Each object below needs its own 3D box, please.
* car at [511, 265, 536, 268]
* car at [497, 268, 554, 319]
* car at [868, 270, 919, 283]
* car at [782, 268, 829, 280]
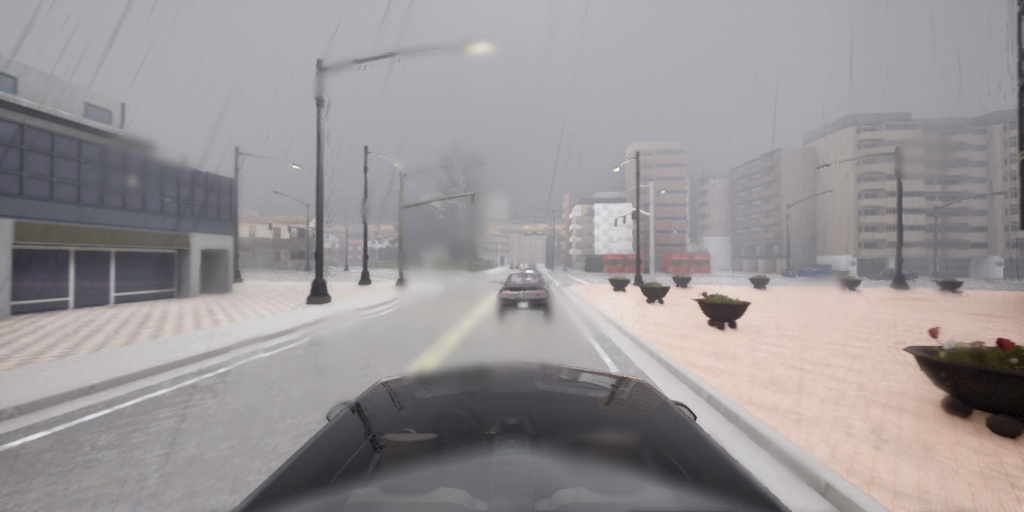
[{"bbox_3d":[1.248,1.620,26.558,2.033,1.411,5.357,0,-1,3],"label":"car"},{"bbox_3d":[0.541,1.392,13.602,2.128,1.511,4.902,0,-1,4],"label":"car"},{"bbox_3d":[44.541,2.337,41.887,4.674,1.442,1.812,1,-1,3],"label":"car"},{"bbox_3d":[37.442,2.225,45.764,5.008,1.535,1.882,1,-1,3],"label":"car"}]
